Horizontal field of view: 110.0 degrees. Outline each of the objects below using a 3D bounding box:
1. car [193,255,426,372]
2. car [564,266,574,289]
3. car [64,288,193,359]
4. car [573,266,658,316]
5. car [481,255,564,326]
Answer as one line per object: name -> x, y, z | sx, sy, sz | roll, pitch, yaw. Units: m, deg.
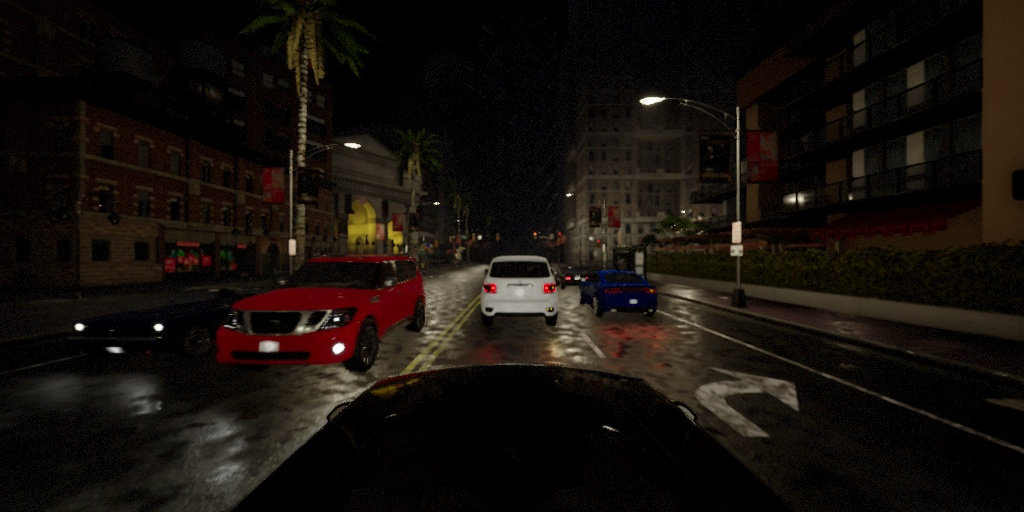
car -> -3.523, 0.985, 8.028 | 2.150, 2.045, 5.566 | 0, 0, 1
car -> 3.895, 1.353, 23.395 | 2.033, 1.411, 5.357 | 0, 0, 1
car -> -7.014, 1.362, 8.568 | 1.895, 1.301, 4.718 | 0, 0, 1
car -> 3.762, 1.259, 13.514 | 1.882, 1.535, 5.008 | 0, 0, 1
car -> 0.235, 0.999, 11.952 | 2.150, 2.045, 5.566 | 0, 0, 1
